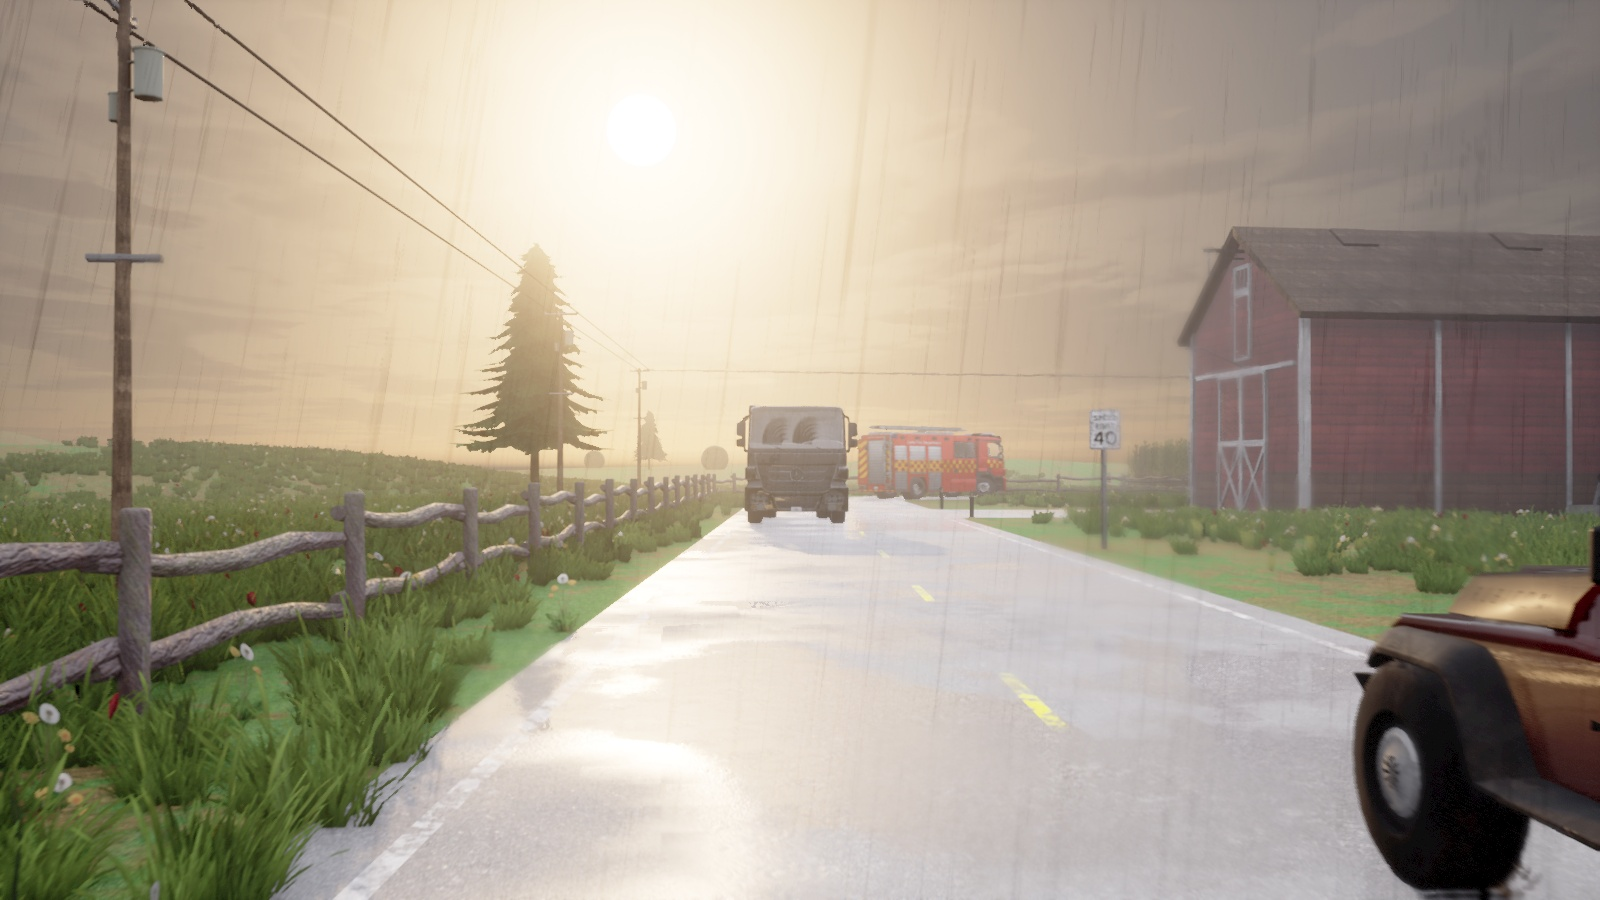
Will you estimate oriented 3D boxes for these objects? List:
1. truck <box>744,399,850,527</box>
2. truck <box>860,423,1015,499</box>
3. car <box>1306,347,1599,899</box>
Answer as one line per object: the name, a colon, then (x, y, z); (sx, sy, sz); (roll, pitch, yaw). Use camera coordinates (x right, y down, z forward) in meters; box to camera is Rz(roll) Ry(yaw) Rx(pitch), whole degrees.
truck: (-0.097, 0.406, 38.180); (2.891, 3.462, 7.936); (0, -1, 0)
truck: (7.430, 0.628, 67.039); (8.468, 3.827, 2.891); (0, -2, -37)
car: (3.190, 0.649, 3.589); (1.905, 1.878, 3.866); (0, -1, 0)
